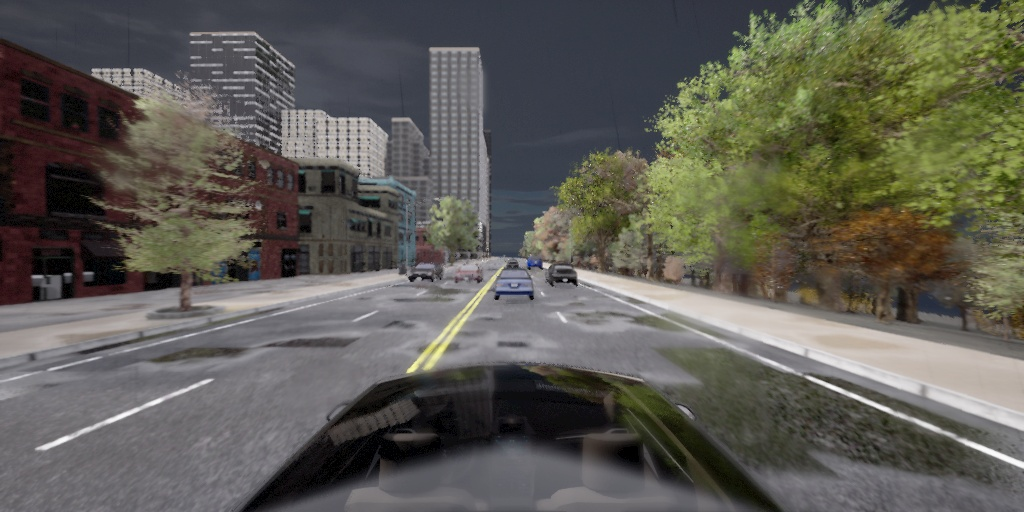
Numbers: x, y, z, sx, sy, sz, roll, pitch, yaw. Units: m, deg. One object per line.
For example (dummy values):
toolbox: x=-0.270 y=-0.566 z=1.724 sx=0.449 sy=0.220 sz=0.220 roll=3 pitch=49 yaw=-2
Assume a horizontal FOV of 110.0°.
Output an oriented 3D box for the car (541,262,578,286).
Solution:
car: x=3.352 y=1.263 z=25.031 sx=1.837 sy=1.490 sz=4.892 roll=0 pitch=0 yaw=0

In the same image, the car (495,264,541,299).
car: x=0.101 y=1.304 z=17.987 sx=2.033 sy=1.411 sz=5.357 roll=0 pitch=0 yaw=0

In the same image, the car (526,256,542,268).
car: x=3.356 y=0.986 z=53.547 sx=2.150 sy=2.045 sz=5.566 roll=0 pitch=0 yaw=0

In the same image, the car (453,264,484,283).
car: x=-3.248 y=1.328 z=27.787 sx=1.812 sy=1.442 sz=4.674 roll=0 pitch=0 yaw=0

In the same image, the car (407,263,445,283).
car: x=-6.498 y=1.218 z=27.787 sx=2.033 sy=1.411 sz=5.357 roll=0 pitch=0 yaw=0

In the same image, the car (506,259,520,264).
car: x=0.108 y=1.270 z=55.459 sx=1.837 sy=1.490 sz=4.892 roll=0 pitch=0 yaw=0
